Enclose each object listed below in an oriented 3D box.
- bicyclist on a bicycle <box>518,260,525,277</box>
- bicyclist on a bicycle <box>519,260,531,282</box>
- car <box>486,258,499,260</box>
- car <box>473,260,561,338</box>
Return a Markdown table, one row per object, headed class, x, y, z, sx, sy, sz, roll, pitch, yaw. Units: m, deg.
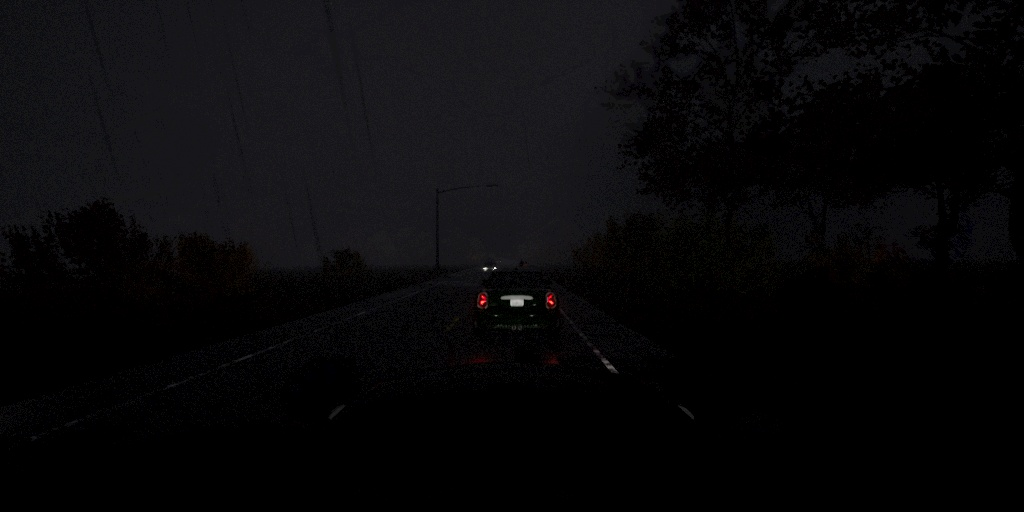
| class | x | y | z | sx | sy | sz | roll | pitch | yaw |
| --- | --- | --- | --- | --- | --- | --- | --- | --- | --- |
| bicyclist on a bicycle | 0.954 | 1.197 | 35.657 | 0.582 | 1.620 | 1.656 | 0 | 0 | 0 |
| bicyclist on a bicycle | 0.979 | 1.182 | 25.540 | 0.866 | 1.612 | 1.509 | 0 | 0 | 1 |
| car | -3.746 | 1.098 | 61.520 | 2.097 | 1.767 | 4.553 | 0 | 0 | 0 |
| car | 0.115 | 1.100 | 10.374 | 2.097 | 1.767 | 4.553 | 0 | 0 | 0 |
